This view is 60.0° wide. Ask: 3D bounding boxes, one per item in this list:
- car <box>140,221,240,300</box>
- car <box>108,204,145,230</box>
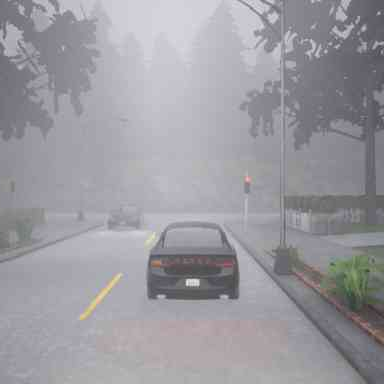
[{"bbox_3d":[0.041,1.477,8.461,1.882,1.535,5.008,0,0,1],"label":"car"},{"bbox_3d":[-4.074,1.525,21.391,1.812,1.442,4.674,1,0,-3],"label":"car"}]
